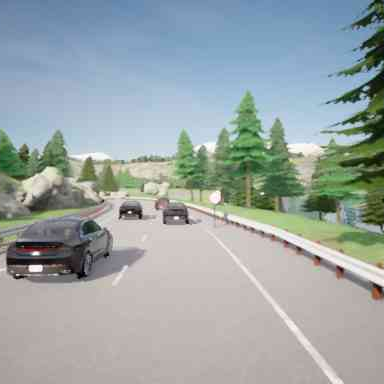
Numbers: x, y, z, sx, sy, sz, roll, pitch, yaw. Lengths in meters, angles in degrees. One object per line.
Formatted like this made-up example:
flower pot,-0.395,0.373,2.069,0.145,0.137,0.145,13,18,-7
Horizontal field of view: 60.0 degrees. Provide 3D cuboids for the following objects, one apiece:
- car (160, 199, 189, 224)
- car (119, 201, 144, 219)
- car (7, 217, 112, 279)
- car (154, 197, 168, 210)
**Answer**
car,-1.301,1.510,25.032,1.837,1.490,4.892,0,0,-6
car,-5.294,1.490,29.216,1.882,1.535,5.008,0,0,-7
car,-3.703,1.512,10.081,1.837,1.490,4.892,0,0,-2
car,-3.777,1.441,42.759,2.033,1.649,4.856,0,0,-10
